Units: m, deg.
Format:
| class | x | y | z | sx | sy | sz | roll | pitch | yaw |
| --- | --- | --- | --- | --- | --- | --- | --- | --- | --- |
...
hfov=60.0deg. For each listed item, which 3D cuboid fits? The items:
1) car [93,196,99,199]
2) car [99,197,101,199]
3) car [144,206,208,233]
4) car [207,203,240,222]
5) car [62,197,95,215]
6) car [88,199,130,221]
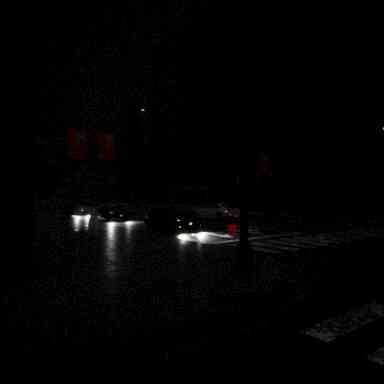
| class | x | y | z | sx | sy | sz | roll | pitch | yaw |
| --- | --- | --- | --- | --- | --- | --- | --- | --- | --- |
| car | -17.395 | 1.801 | 54.293 | 1.895 | 1.301 | 4.718 | 0 | 0 | -36 |
| car | -18.070 | 1.578 | 60.803 | 2.097 | 1.767 | 4.553 | 0 | 0 | -36 |
| car | -1.236 | 1.614 | 20.324 | 1.994 | 1.385 | 4.181 | 0 | 0 | -36 |
| car | 2.028 | 1.600 | 27.266 | 1.812 | 1.442 | 4.674 | 0 | 0 | -36 |
| car | -12.738 | 1.617 | 36.348 | 2.128 | 1.511 | 4.902 | 0 | 0 | -35 |
| car | -6.972 | 1.614 | 28.312 | 1.812 | 1.442 | 4.674 | 0 | 0 | -36 |
